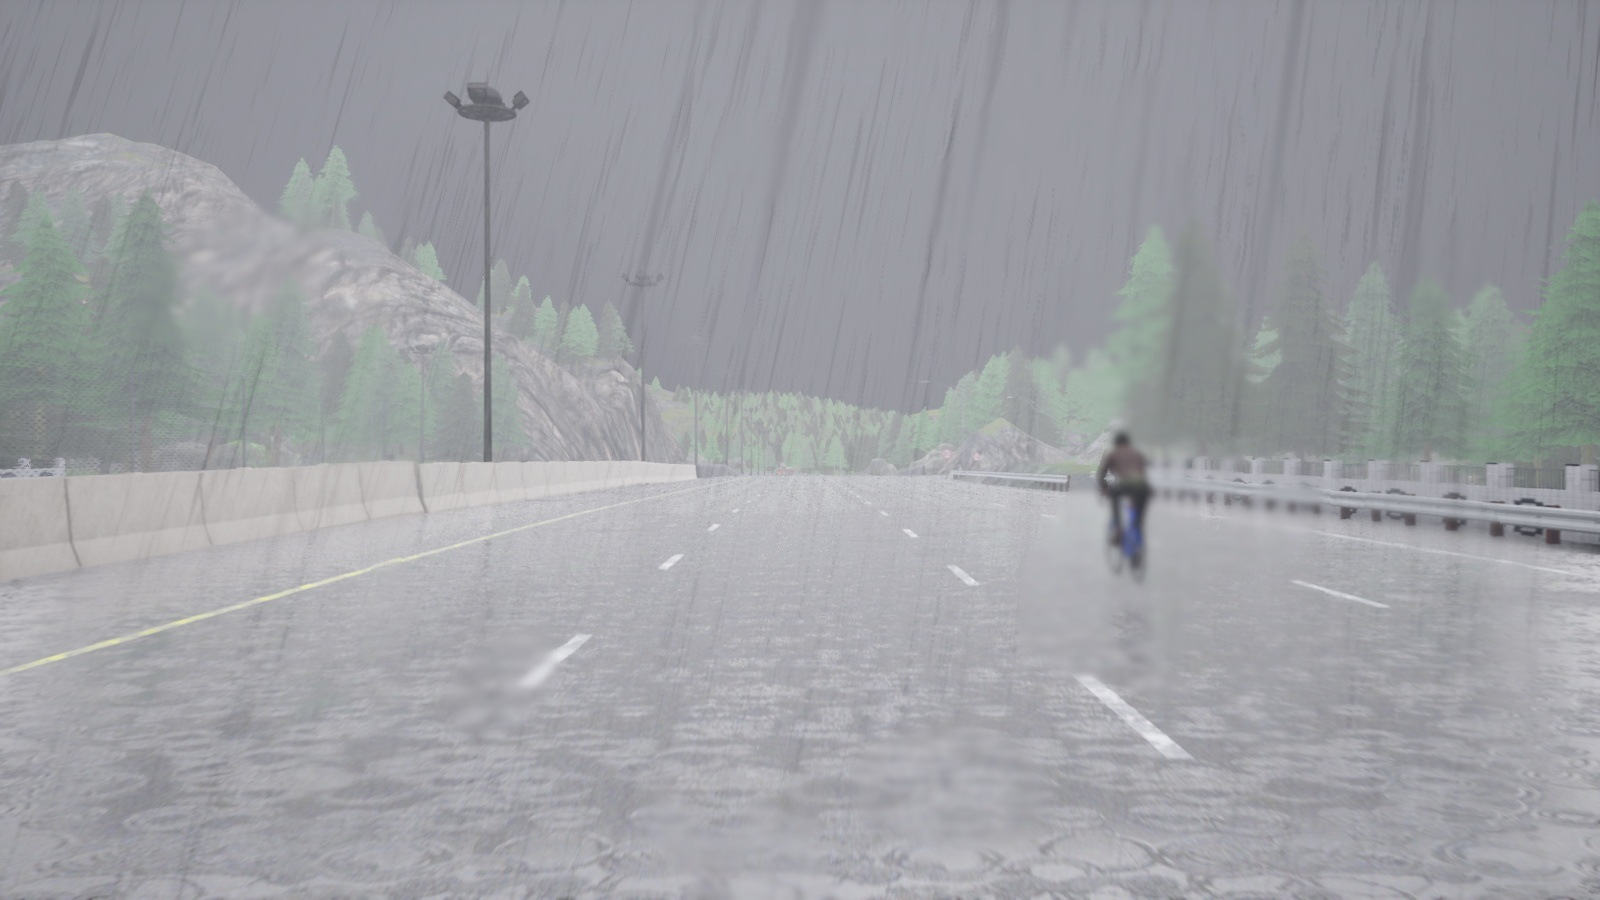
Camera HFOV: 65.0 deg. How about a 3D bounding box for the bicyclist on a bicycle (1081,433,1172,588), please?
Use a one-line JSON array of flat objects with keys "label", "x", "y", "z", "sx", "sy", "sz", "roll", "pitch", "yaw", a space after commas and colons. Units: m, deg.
[{"label": "bicyclist on a bicycle", "x": 3.595, "y": 0.636, "z": 13.934, "sx": 0.582, "sy": 1.620, "sz": 1.656, "roll": 0, "pitch": 0, "yaw": 0}]
